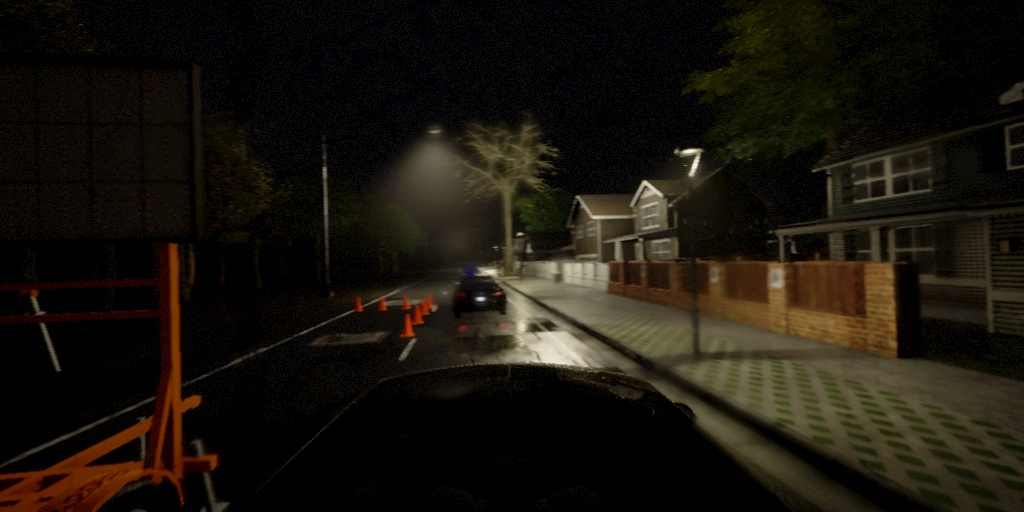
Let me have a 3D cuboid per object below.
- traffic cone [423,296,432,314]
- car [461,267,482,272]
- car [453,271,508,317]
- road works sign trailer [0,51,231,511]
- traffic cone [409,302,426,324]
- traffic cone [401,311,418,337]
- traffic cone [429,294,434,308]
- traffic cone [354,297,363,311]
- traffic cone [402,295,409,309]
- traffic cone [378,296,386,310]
[{"bbox_3d":[-3.359,1.939,13.798,0.340,0.580,0.340,0,0,-7],"label":"traffic cone"},{"bbox_3d":[-3.614,1.718,32.233,1.812,1.442,4.674,-2,-1,-7],"label":"car"},{"bbox_3d":[-1.327,1.490,14.409,1.994,1.385,4.181,-2,-1,-7],"label":"car"},{"bbox_3d":[-3.425,0.331,2.701,2.380,3.560,2.880,0,0,-7],"label":"road works sign trailer"},{"bbox_3d":[-3.104,1.909,11.815,0.340,0.580,0.340,0,0,-7],"label":"traffic cone"},{"bbox_3d":[-2.848,1.880,9.831,0.340,0.580,0.340,0,0,-7],"label":"traffic cone"},{"bbox_3d":[-3.615,1.968,15.781,0.340,0.580,0.340,0,0,-7],"label":"traffic cone"},{"bbox_3d":[-6.589,2.057,15.397,0.340,0.580,0.340,0,0,-7],"label":"traffic cone"},{"bbox_3d":[-4.607,1.998,15.653,0.340,0.580,0.340,0,0,-7],"label":"traffic cone"},{"bbox_3d":[-5.598,2.027,15.525,0.340,0.580,0.340,0,0,-7],"label":"traffic cone"}]
